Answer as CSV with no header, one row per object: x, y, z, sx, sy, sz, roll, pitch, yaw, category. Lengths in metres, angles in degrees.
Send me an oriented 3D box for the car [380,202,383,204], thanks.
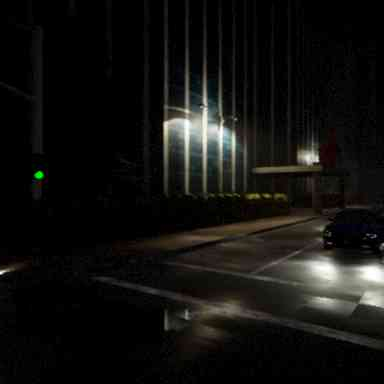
12.511,1.595,21.827,1.895,1.301,4.718,0,0,35,car

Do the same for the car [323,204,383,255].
6.841,1.473,13.707,1.882,1.535,5.008,0,0,35,car

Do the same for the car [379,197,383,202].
18.652,1.215,30.594,2.150,2.045,5.566,0,0,35,car
